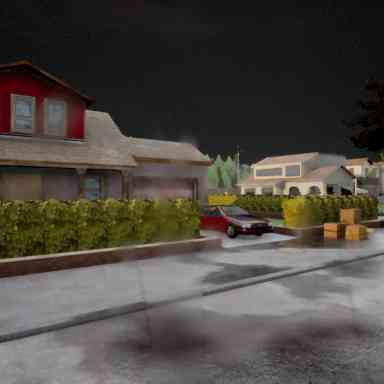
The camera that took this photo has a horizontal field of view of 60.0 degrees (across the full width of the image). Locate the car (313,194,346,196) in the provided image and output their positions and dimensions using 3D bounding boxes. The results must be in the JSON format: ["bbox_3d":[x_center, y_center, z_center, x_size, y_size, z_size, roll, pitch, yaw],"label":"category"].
[{"bbox_3d":[13.175,1.222,30.242,2.150,2.045,5.566,0,0,-36],"label":"car"}]

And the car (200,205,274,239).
[{"bbox_3d":[1.536,1.356,16.530,2.033,1.415,5.357,0,0,-33],"label":"car"}]
